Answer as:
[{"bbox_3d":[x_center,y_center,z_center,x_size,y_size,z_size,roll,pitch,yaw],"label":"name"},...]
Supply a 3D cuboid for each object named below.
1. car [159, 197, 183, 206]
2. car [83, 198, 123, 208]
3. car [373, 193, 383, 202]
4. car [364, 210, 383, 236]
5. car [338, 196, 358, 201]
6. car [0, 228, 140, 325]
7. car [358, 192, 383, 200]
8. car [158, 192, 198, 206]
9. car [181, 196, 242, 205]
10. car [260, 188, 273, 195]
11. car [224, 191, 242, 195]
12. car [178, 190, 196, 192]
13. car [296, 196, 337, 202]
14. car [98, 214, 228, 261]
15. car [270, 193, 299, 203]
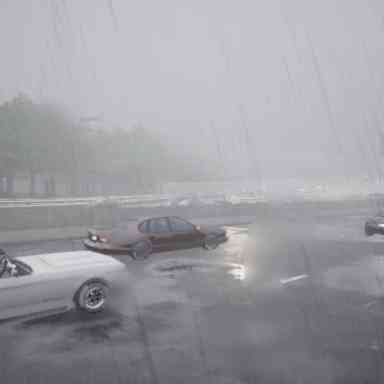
[{"bbox_3d":[-0.344,1.432,30.893,4.674,1.442,1.812,0,0,-39],"label":"car"},{"bbox_3d":[-9.604,1.383,36.382,1.812,1.442,4.674,1,1,35],"label":"car"},{"bbox_3d":[38.120,1.045,66.220,4.553,1.767,2.097,0,0,-39],"label":"car"},{"bbox_3d":[10.571,1.542,16.961,4.181,1.385,1.994,0,0,-39],"label":"car"},{"bbox_3d":[24.835,1.385,51.034,4.181,1.385,1.994,-1,1,-38],"label":"car"},{"bbox_3d":[-3.514,1.573,5.781,4.718,1.301,1.895,0,0,-38],"label":"car"},{"bbox_3d":[26.751,1.061,48.088,5.566,2.045,2.150,-1,1,-38],"label":"car"},{"bbox_3d":[-1.396,1.217,34.509,4.553,1.767,2.097,0,1,-39],"label":"car"},{"bbox_3d":[1.827,1.398,28.149,5.008,1.535,1.882,0,0,-39],"label":"car"},{"bbox_3d":[17.006,-0.053,75.568,1.812,1.442,4.674,1,3,38],"label":"car"},{"bbox_3d":[7.703,0.569,62.988,1.882,1.535,5.008,1,2,36],"label":"car"},{"bbox_3d":[-1.162,0.782,49.768,2.150,2.045,5.566,1,2,33],"label":"car"},{"bbox_3d":[14.347,1.486,38.145,4.181,1.385,1.994,0,0,-39],"label":"car"},{"bbox_3d":[-1.136,1.507,12.128,5.357,1.411,2.033,0,0,-38],"label":"car"},{"bbox_3d":[12.258,1.260,40.953,4.553,1.767,2.097,0,0,-39],"label":"car"}]
